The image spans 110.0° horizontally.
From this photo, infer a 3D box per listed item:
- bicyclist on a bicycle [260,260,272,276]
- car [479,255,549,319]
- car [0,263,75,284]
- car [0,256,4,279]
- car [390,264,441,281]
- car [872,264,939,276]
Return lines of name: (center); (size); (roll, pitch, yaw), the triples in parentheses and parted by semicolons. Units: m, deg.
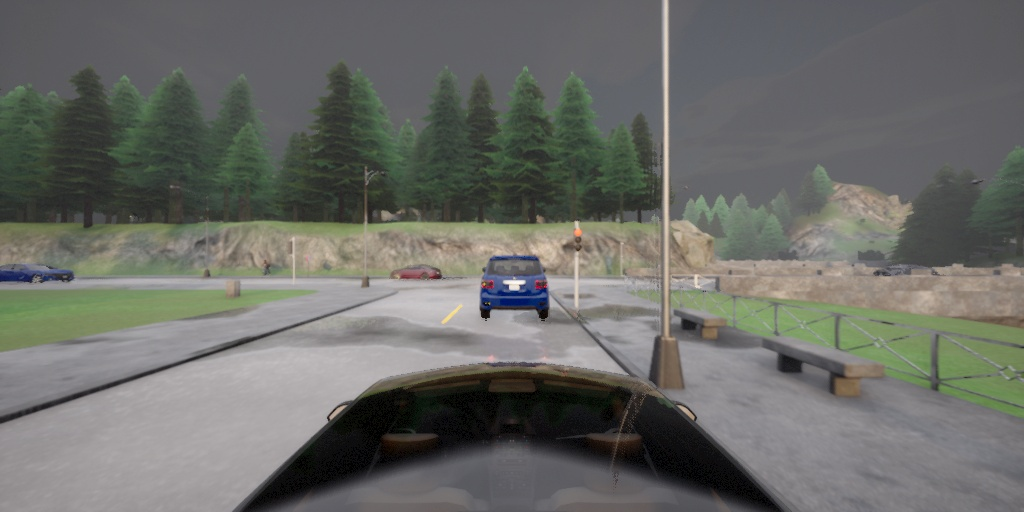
bicyclist on a bicycle: (-23.943, 1.161, 34.896); (0.582, 1.620, 1.656); (0, 0, 0)
car: (0.080, 0.993, 12.959); (2.150, 2.045, 5.566); (0, 0, 0)
car: (-35.532, 1.273, 26.504); (5.008, 1.535, 1.882); (0, 0, 0)
car: (-47.733, 1.023, 30.643); (5.566, 2.045, 2.150); (0, 0, 1)
car: (-8.059, 1.367, 30.077); (4.181, 1.385, 1.994); (0, 0, 16)
car: (33.577, 1.371, 30.690); (4.181, 1.385, 1.994); (0, 0, 0)
